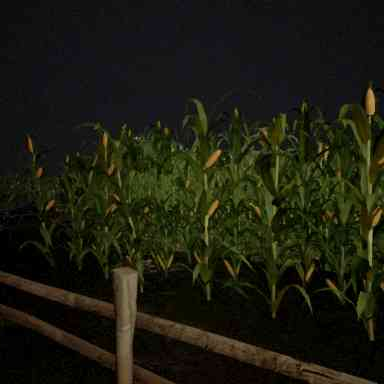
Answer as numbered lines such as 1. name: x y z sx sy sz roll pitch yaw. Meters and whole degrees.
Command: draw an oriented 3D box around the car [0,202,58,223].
1. car: -12.045 1.449 24.428 1.994 1.385 4.181 0 1 35
